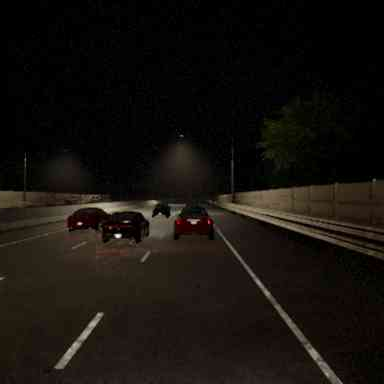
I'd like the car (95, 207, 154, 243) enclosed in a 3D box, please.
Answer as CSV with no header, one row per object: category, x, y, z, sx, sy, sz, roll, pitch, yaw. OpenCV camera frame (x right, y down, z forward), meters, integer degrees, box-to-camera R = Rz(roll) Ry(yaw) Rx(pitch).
car,-3.402,1.774,17.709,1.837,1.490,4.892,0,0,0

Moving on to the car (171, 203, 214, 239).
car,0.098,1.643,19.304,2.097,1.767,4.553,0,-1,0

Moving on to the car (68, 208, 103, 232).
car,-6.904,1.826,22.972,1.882,1.535,5.008,0,-1,0

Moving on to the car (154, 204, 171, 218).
car,-3.406,2.086,37.791,1.837,1.490,4.892,0,0,0

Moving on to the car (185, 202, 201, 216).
car,0.095,2.113,41.294,1.882,1.535,5.008,0,-1,0
